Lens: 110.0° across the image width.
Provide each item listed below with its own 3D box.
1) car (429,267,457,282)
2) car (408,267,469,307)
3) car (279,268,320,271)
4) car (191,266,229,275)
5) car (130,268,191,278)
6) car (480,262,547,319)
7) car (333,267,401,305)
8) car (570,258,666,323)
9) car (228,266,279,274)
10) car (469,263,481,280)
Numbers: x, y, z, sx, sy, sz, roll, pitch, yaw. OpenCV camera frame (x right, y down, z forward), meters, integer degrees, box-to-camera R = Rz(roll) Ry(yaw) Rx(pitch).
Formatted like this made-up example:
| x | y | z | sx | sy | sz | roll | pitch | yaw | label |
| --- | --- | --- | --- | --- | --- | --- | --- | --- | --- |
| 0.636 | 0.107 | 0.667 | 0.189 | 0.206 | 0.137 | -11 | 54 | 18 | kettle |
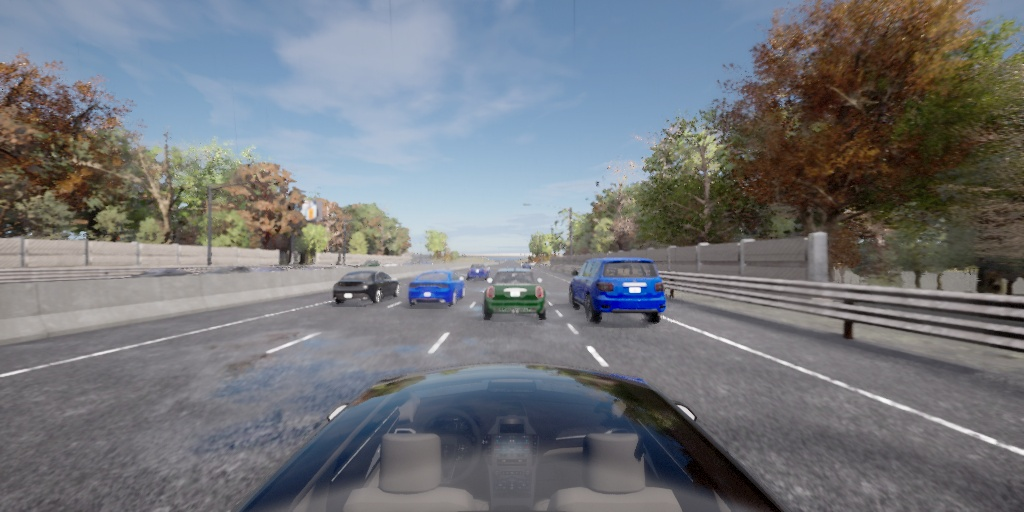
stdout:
| x | y | z | sx | sy | sz | roll | pitch | yaw | label |
| --- | --- | --- | --- | --- | --- | --- | --- | --- | --- |
| -6.887 | 1.792 | 36.153 | 1.895 | 1.301 | 4.718 | 0 | -1 | 0 | car |
| -3.392 | 1.420 | 16.855 | 1.882 | 1.535 | 5.008 | 0 | -1 | 0 | car |
| -17.585 | 1.689 | 31.050 | 1.994 | 1.385 | 4.181 | 0 | -1 | 0 | car |
| -24.585 | 1.632 | 31.187 | 1.837 | 1.490 | 4.892 | 0 | -1 | 0 | car |
| -28.085 | 1.662 | 28.873 | 1.994 | 1.385 | 4.181 | 0 | -1 | 0 | car |
| 0.103 | 1.253 | 13.606 | 2.097 | 1.767 | 4.553 | 0 | -1 | 0 | car |
| -6.893 | 1.456 | 17.509 | 1.837 | 1.490 | 4.892 | 0 | -1 | 0 | car |
| 3.500 | 1.097 | 12.868 | 2.150 | 2.045 | 5.566 | 0 | -1 | 0 | car |
| -21.088 | 1.670 | 30.827 | 2.033 | 1.411 | 5.357 | 0 | -1 | 0 | car |
| -3.391 | 1.558 | 37.250 | 2.097 | 1.767 | 4.553 | 0 | -1 | 0 | car |
